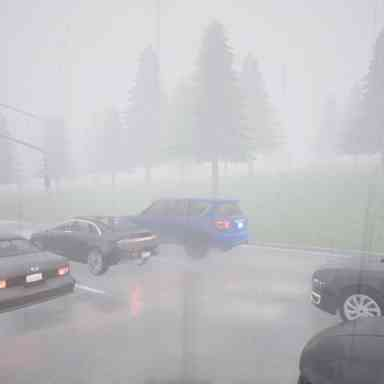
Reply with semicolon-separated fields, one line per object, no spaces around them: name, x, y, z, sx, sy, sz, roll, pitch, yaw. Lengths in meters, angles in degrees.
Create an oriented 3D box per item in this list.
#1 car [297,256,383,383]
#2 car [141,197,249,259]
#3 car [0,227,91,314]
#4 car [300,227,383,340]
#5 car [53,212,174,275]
car;3.122;1.478;1.764;5.008;1.535;1.882;0;0;35
car;-0.540;1.221;12.837;5.566;2.045;2.150;0;0;35
car;-4.807;1.547;7.285;5.357;1.411;2.033;0;0;36
car;4.409;1.505;5.146;4.892;1.490;1.837;0;0;35
car;-3.211;1.492;10.451;4.902;1.511;2.128;0;0;36
